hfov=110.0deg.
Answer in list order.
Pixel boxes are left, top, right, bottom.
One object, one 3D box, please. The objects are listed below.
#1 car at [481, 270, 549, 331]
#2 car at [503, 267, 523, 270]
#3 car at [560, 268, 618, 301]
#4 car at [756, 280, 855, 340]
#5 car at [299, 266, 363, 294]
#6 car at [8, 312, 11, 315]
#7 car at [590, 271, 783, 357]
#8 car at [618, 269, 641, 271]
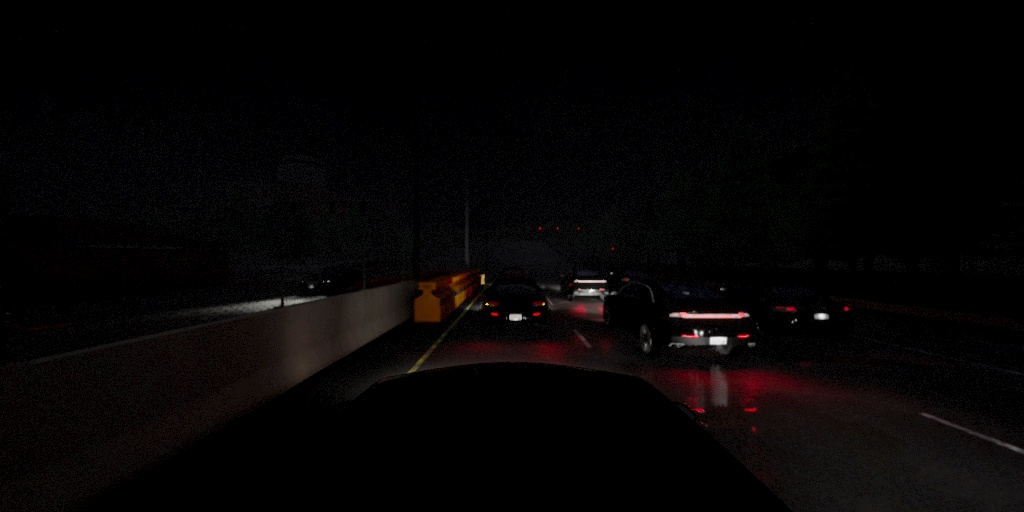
[{"bbox_3d":[0.084,1.339,11.079,1.812,1.442,4.674,0,0,0],"label":"car"},{"bbox_3d":[0.072,1.416,22.352,1.812,1.442,4.674,0,0,0],"label":"car"},{"bbox_3d":[3.568,1.354,18.219,2.128,1.511,4.902,0,0,2],"label":"car"},{"bbox_3d":[7.090,1.371,10.213,1.994,1.385,4.181,0,0,0],"label":"car"},{"bbox_3d":[-10.570,1.376,21.321,2.128,1.511,4.902,0,0,0],"label":"car"},{"bbox_3d":[-14.105,1.333,6.920,2.033,1.411,5.357,0,0,0],"label":"car"},{"bbox_3d":[3.596,1.289,8.699,2.128,1.511,4.902,0,0,0],"label":"car"},{"bbox_3d":[7.073,1.451,21.945,1.994,1.385,4.181,0,0,0],"label":"car"}]
